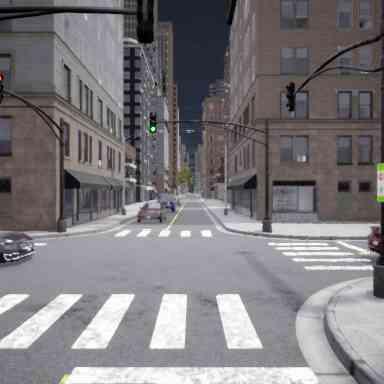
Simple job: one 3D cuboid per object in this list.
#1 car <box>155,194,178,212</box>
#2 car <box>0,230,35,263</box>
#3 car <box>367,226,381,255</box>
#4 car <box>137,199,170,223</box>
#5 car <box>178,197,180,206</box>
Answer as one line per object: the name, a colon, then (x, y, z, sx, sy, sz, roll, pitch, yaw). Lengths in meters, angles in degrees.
car: (-3.056, 1.236, 38.930, 2.150, 2.045, 5.566, 0, 0, -1)
car: (-7.612, 1.556, 10.588, 4.892, 1.490, 1.837, 0, 0, 0)
car: (8.299, 1.466, 10.585, 5.008, 1.535, 1.882, 0, 0, 0)
car: (-3.059, 1.534, 26.030, 1.812, 1.442, 4.674, 0, 0, 1)
car: (-2.973, 1.513, 55.699, 2.128, 1.511, 4.902, 0, 0, 1)
